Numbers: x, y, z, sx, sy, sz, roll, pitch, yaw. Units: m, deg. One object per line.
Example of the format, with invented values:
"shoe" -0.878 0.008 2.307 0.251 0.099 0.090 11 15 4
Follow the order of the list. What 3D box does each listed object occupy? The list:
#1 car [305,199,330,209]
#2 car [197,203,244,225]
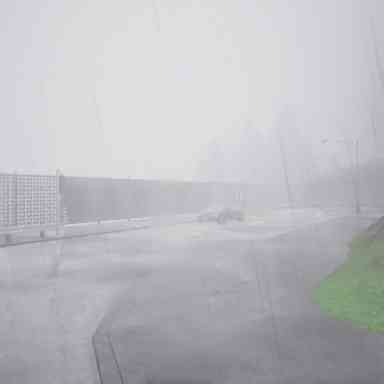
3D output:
"car" 16.685 1.603 44.134 1.895 1.301 4.718 0 0 40
"car" 2.203 1.527 24.177 1.812 1.442 4.674 0 0 36
